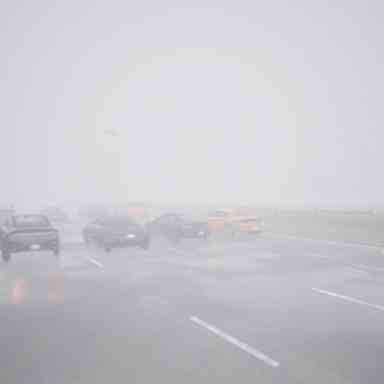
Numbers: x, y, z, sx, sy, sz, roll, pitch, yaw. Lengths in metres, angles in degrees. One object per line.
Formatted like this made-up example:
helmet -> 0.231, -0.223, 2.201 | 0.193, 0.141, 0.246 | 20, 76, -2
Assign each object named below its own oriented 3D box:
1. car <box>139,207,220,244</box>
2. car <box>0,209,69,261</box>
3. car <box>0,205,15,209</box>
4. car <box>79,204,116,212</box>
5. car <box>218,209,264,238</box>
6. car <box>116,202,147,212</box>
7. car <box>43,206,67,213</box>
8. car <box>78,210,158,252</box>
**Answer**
car -> -0.804, 1.722, 17.210 | 1.812, 1.442, 4.674 | 1, -1, -32
car -> -6.486, 1.632, 13.095 | 2.128, 1.511, 4.902 | 1, -1, -32
car -> -14.589, 1.760, 25.715 | 2.128, 1.511, 4.902 | 1, -1, -32
car -> -8.700, 1.829, 29.498 | 1.837, 1.490, 4.892 | 1, 0, -32
car -> 1.961, 1.704, 19.388 | 1.882, 1.535, 5.008 | 1, 0, -32
car -> -5.711, 1.700, 31.323 | 2.097, 1.767, 4.553 | 1, -1, -32
car -> -11.582, 1.858, 27.515 | 1.994, 1.385, 4.181 | 1, -1, -32
car -> -3.483, 1.730, 14.899 | 1.994, 1.385, 4.181 | 1, -1, -32
